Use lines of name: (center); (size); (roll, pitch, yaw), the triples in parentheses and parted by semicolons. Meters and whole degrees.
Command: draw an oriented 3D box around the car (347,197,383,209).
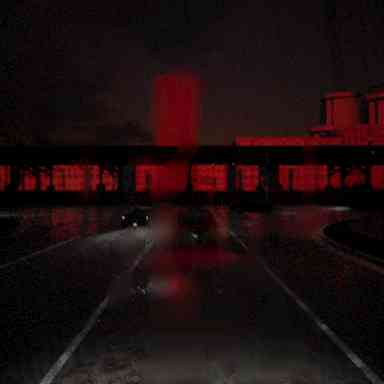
car: (21.940, 1.368, 41.457); (4.892, 1.490, 1.837); (-1, 0, 2)

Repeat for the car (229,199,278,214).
car: (6.371, 1.437, 34.676); (5.008, 1.535, 1.882); (0, 0, 2)

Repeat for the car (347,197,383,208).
car: (23.729, 1.371, 44.907); (4.674, 1.442, 1.812); (-1, 0, 1)

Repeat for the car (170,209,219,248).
car: (0.098, 1.471, 14.665); (1.882, 1.535, 5.008); (0, 0, 0)

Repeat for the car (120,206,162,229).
car: (-3.202, 1.597, 21.771); (1.895, 1.301, 4.718); (0, 0, 4)
